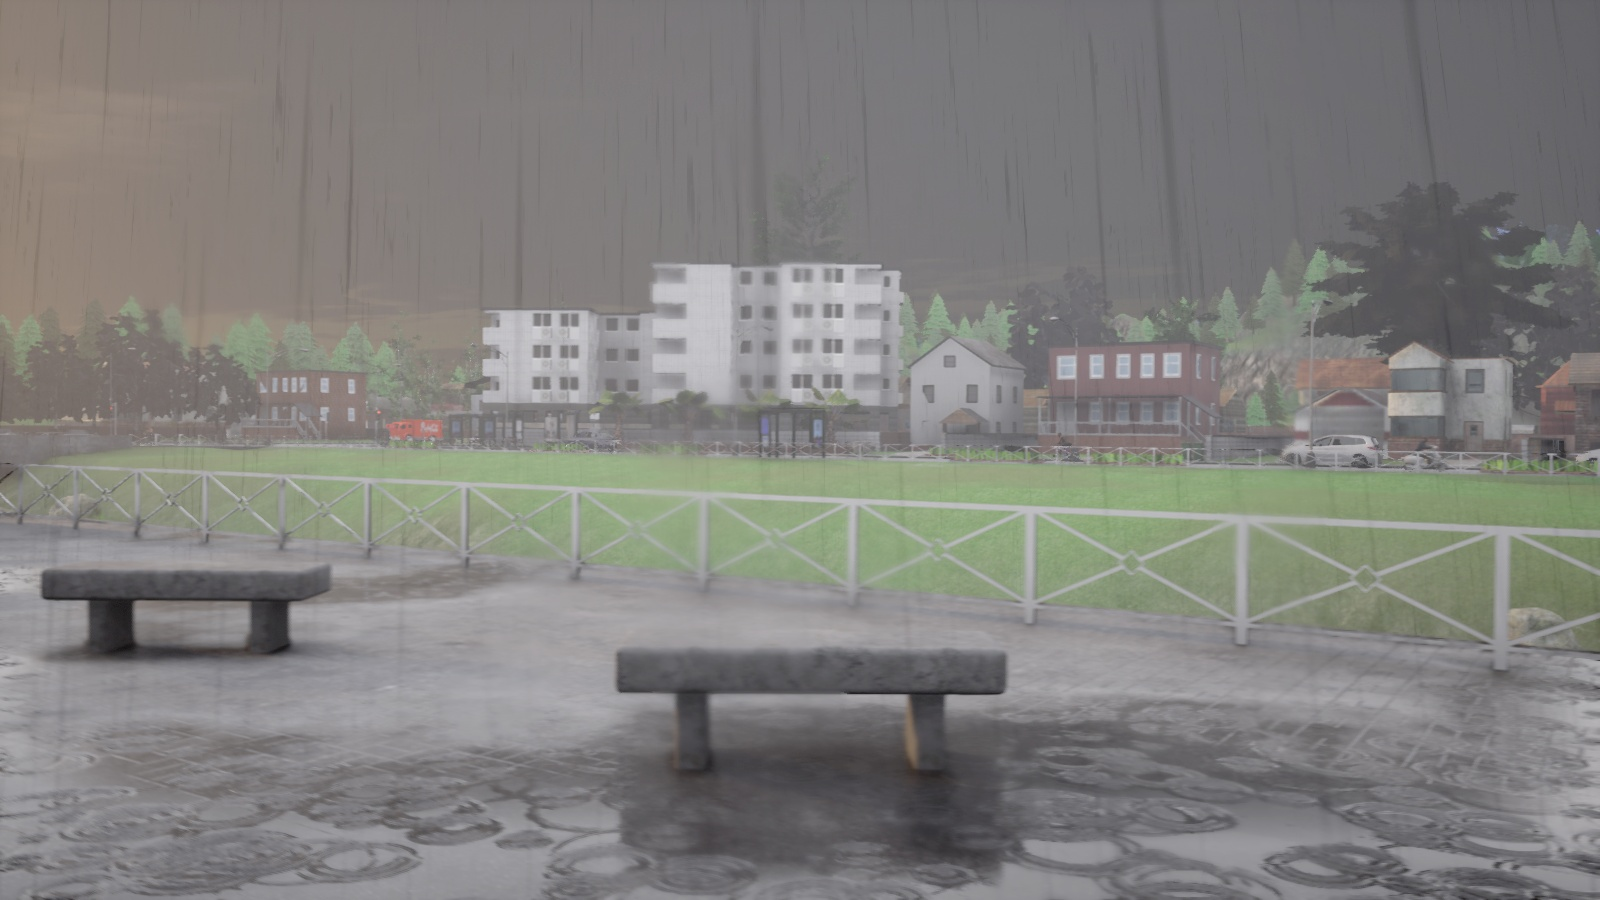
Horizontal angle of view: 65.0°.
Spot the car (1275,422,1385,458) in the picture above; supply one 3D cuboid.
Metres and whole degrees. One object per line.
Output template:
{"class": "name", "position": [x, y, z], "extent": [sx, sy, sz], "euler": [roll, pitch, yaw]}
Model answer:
{"class": "car", "position": [25.803, -0.493, 61.141], "extent": [4.611, 1.667, 2.242], "euler": [0, 1, 34]}

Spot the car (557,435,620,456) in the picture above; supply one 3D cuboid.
{"class": "car", "position": [-14.865, -0.324, 88.176], "extent": [4.193, 1.474, 1.816], "euler": [0, 1, 34]}

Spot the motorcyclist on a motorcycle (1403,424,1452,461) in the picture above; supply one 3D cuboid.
{"class": "motorcyclist on a motorcycle", "position": [27.569, -0.318, 55.165], "extent": [1.817, 1.590, 0.866], "euler": [0, 1, 34]}

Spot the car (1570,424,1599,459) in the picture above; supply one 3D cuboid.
{"class": "car", "position": [36.012, -0.390, 54.357], "extent": [4.514, 1.525, 2.007], "euler": [0, 1, 34]}
